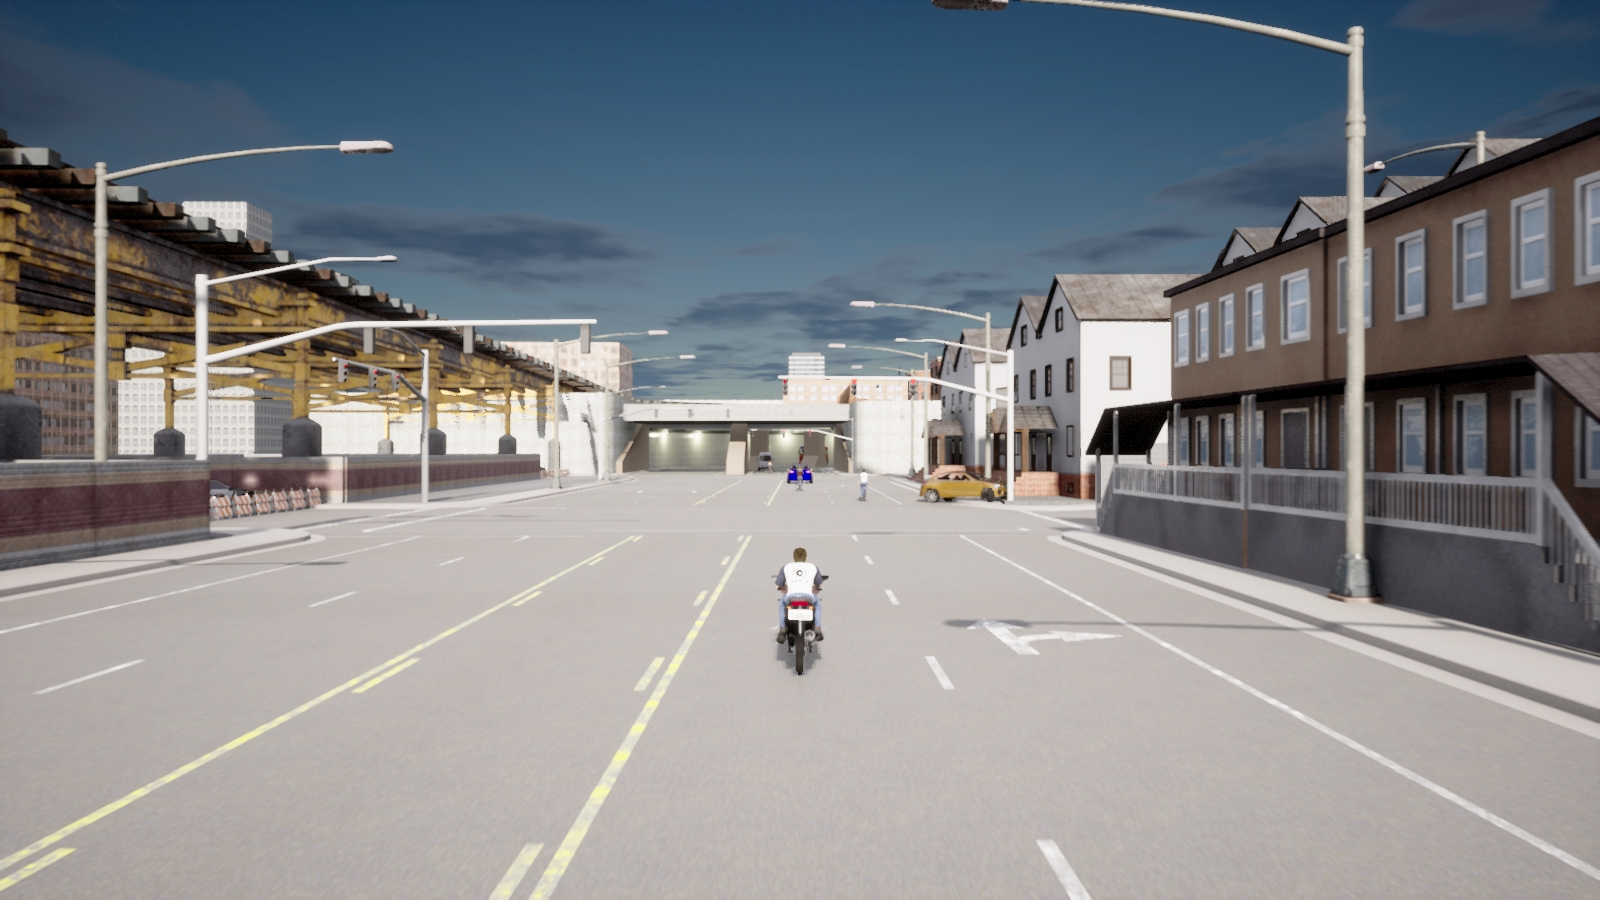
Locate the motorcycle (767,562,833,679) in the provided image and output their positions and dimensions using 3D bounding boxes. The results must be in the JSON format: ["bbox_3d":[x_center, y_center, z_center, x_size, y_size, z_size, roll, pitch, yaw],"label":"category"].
[{"bbox_3d":[0.000,2.175,14.934,0.803,1.224,2.033,0,0,0],"label":"motorcycle"}]

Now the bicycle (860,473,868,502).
[{"bbox_3d":[3.498,2.049,62.599,0.373,1.521,1.643,0,0,0],"label":"bicycle"}]

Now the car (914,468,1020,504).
[{"bbox_3d":[8.806,1.920,60.403,5.027,1.651,2.152,-3,0,36],"label":"car"}]
